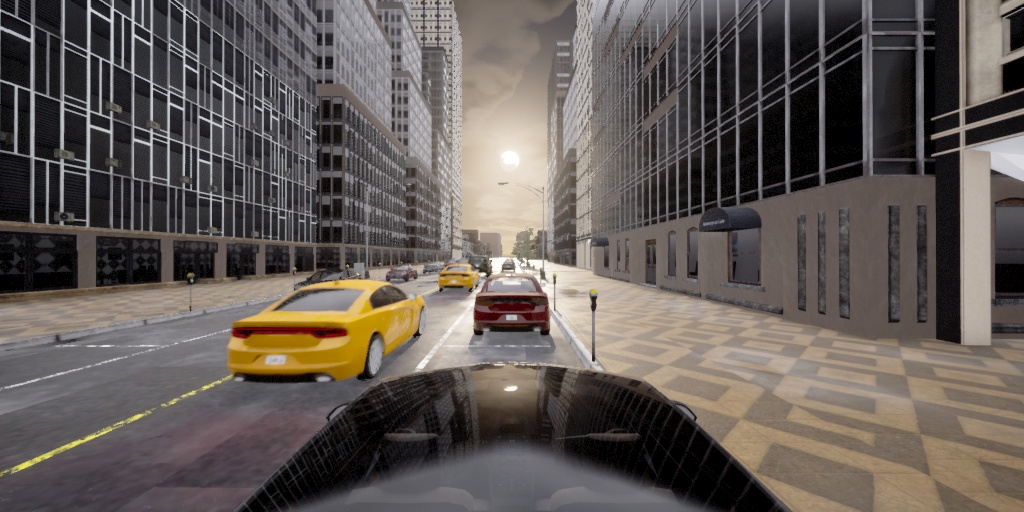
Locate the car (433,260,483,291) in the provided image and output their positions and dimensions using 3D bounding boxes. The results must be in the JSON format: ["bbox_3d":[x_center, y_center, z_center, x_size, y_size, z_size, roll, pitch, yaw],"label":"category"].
[{"bbox_3d":[-3.096,1.224,21.616,1.882,1.535,5.008,0,0,0],"label":"car"}]

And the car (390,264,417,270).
[{"bbox_3d":[-8.835,1.325,29.033,1.802,1.307,4.207,0,0,0],"label":"car"}]

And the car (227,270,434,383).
[{"bbox_3d":[-3.146,1.227,7.256,1.882,1.535,5.008,0,0,0],"label":"car"}]

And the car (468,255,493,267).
[{"bbox_3d":[-3.109,0.962,35.089,2.150,2.045,5.566,0,0,1],"label":"car"}]

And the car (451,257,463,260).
[{"bbox_3d":[-6.200,1.211,44.770,1.882,1.535,5.008,0,0,0],"label":"car"}]

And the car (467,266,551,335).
[{"bbox_3d":[-0.006,1.227,10.499,1.882,1.535,5.008,0,0,0],"label":"car"}]

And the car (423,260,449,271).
[{"bbox_3d":[-8.836,1.286,40.419,2.007,1.370,4.403,0,0,0],"label":"car"}]

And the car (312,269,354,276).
[{"bbox_3d":[-8.836,1.313,17.650,1.948,1.339,4.313,0,0,0],"label":"car"}]

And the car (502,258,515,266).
[{"bbox_3d":[-0.455,1.298,46.099,1.948,1.339,4.313,0,0,0],"label":"car"}]
